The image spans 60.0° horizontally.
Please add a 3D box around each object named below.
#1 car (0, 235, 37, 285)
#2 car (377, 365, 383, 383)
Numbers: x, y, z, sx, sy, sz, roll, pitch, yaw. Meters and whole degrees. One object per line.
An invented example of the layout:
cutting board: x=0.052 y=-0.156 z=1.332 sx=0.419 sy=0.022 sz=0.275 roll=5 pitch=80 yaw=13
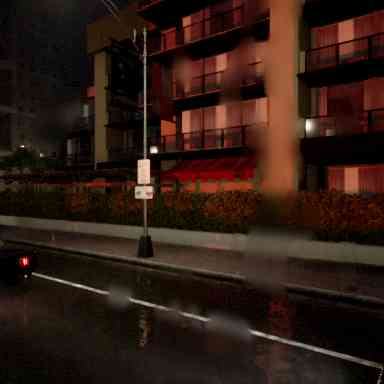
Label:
car: x=-5.957 y=1.601 z=8.261 sx=4.718 sy=1.301 sz=1.895 roll=0 pitch=0 yaw=36
car: x=3.596 y=1.506 z=1.512 sx=4.892 sy=1.490 sz=1.837 roll=0 pitch=0 yaw=35
